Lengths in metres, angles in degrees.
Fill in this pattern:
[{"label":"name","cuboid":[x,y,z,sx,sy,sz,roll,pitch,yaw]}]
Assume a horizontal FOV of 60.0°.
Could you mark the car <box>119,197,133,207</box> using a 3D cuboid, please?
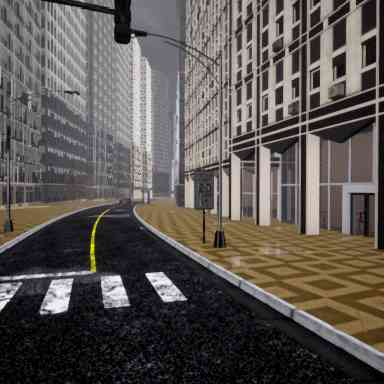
[{"label":"car","cuboid":[-11.020,1.623,55.778,1.882,1.535,5.008,0,0,-5]}]
